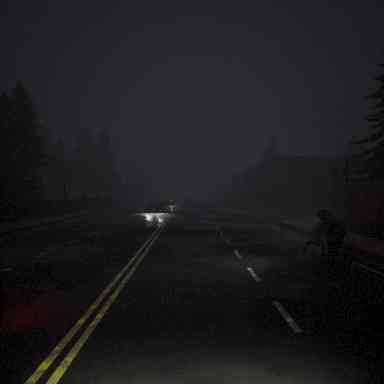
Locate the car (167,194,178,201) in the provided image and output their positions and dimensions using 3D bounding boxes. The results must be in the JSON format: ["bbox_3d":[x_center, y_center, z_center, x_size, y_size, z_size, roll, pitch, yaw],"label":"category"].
[{"bbox_3d":[-4.156,1.124,70.471,2.128,1.511,4.902,0,0,-1],"label":"car"}]

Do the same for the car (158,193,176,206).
[{"bbox_3d":[-4.090,1.339,54.841,2.097,1.767,4.553,0,0,0],"label":"car"}]

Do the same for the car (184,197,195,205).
[{"bbox_3d":[-0.432,1.534,57.487,2.033,1.411,5.357,0,0,-1],"label":"car"}]

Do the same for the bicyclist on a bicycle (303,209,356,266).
[{"bbox_3d":[4.149,1.403,10.100,1.656,1.620,0.582,0,-8,-4],"label":"bicyclist on a bicycle"}]

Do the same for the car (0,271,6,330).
[{"bbox_3d":[-3.601,1.477,2.728,1.882,1.535,5.008,0,0,-1],"label":"car"}]

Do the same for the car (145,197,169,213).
[{"bbox_3d":[-3.929,1.556,36.163,1.994,1.385,4.181,0,0,-1],"label":"car"}]

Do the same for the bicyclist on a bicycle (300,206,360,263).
[{"bbox_3d":[4.432,1.356,10.691,1.656,1.620,0.582,-4,8,3],"label":"bicyclist on a bicycle"}]
